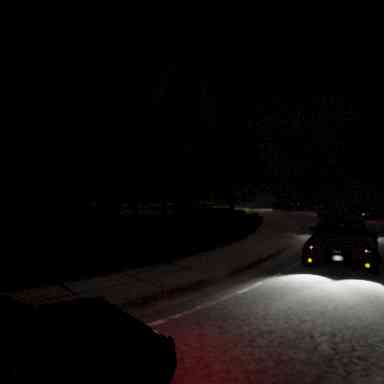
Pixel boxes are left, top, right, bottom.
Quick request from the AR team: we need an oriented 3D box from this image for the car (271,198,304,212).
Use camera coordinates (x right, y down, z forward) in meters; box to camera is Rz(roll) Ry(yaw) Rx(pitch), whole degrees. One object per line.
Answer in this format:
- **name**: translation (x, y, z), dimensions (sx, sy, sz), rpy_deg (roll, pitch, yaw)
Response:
- **car**: translation (12.143, 1.536, 42.419), dimensions (2.097, 1.767, 4.553), rpy_deg (0, 0, -22)

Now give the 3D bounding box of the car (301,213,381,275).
- **car**: translation (4.898, 1.603, 10.731), dimensions (1.994, 1.385, 4.181), rpy_deg (0, 0, 29)

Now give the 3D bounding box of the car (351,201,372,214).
- **car**: translation (14.293, 1.604, 29.584), dimensions (1.837, 1.490, 4.892), rpy_deg (0, -1, 7)

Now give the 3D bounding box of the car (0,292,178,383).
- **car**: translation (-2.518, 1.630, 2.511), dimensions (4.718, 1.301, 1.895), rpy_deg (0, 0, -38)

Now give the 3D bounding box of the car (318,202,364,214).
- **car**: translation (8.935, 1.581, 20.685), dimensions (1.837, 1.490, 4.892), rpy_deg (0, 0, 15)
